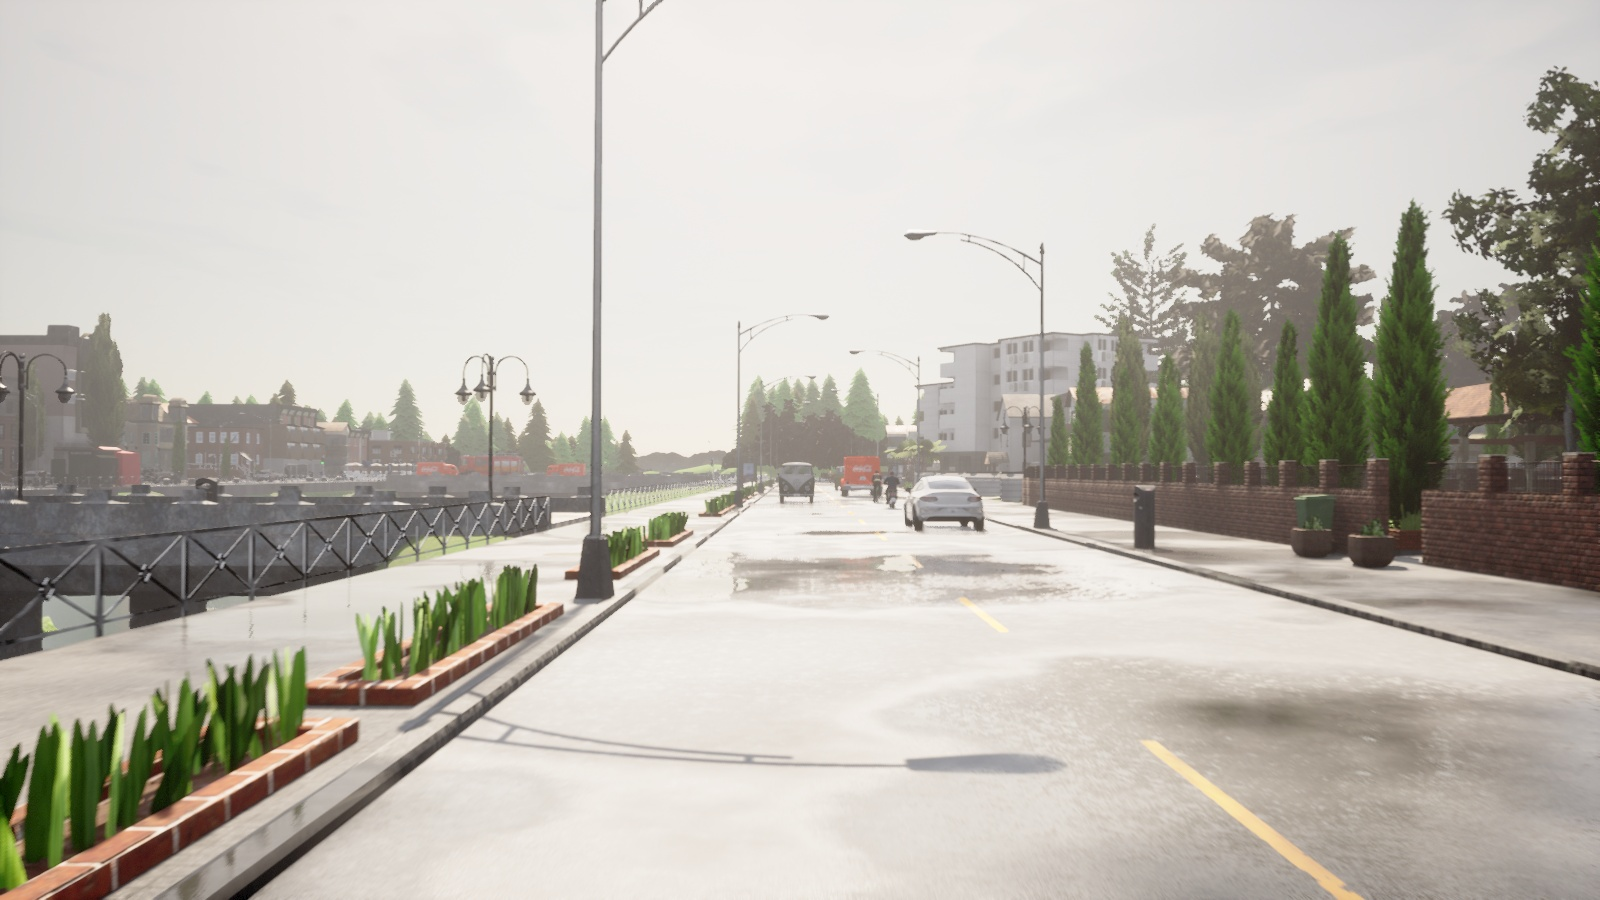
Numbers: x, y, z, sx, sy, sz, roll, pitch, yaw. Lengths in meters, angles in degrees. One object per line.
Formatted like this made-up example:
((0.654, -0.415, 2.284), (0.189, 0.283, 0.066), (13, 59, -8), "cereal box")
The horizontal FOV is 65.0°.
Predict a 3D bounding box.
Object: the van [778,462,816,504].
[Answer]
((-0.147, 1.607, 62.065), (1.775, 1.987, 4.442), (0, -1, 0), "van")

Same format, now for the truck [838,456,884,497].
((3.813, 1.636, 79.046), (2.627, 2.467, 5.204), (0, -1, 0), "truck")

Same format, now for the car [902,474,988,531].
((3.919, 1.404, 34.594), (1.812, 1.442, 4.674), (0, -1, 0), "car")

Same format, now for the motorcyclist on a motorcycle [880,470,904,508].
((3.875, 1.641, 53.053), (0.866, 1.590, 1.817), (0, -1, 0), "motorcyclist on a motorcycle")
